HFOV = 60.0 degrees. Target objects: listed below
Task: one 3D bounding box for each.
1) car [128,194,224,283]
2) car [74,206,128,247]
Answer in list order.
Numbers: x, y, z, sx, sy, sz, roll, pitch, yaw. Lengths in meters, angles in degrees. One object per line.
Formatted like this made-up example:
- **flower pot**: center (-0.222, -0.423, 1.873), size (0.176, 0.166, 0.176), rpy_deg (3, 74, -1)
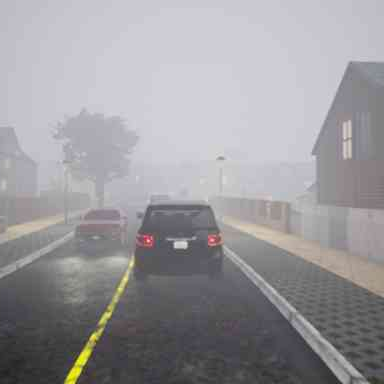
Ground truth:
- **car**: center (-0.475, 1.217, 9.893), size (2.150, 2.045, 5.566), rpy_deg (0, 0, -5)
- **car**: center (-3.937, 1.442, 15.062), size (1.882, 1.535, 5.008), rpy_deg (0, 0, -7)
